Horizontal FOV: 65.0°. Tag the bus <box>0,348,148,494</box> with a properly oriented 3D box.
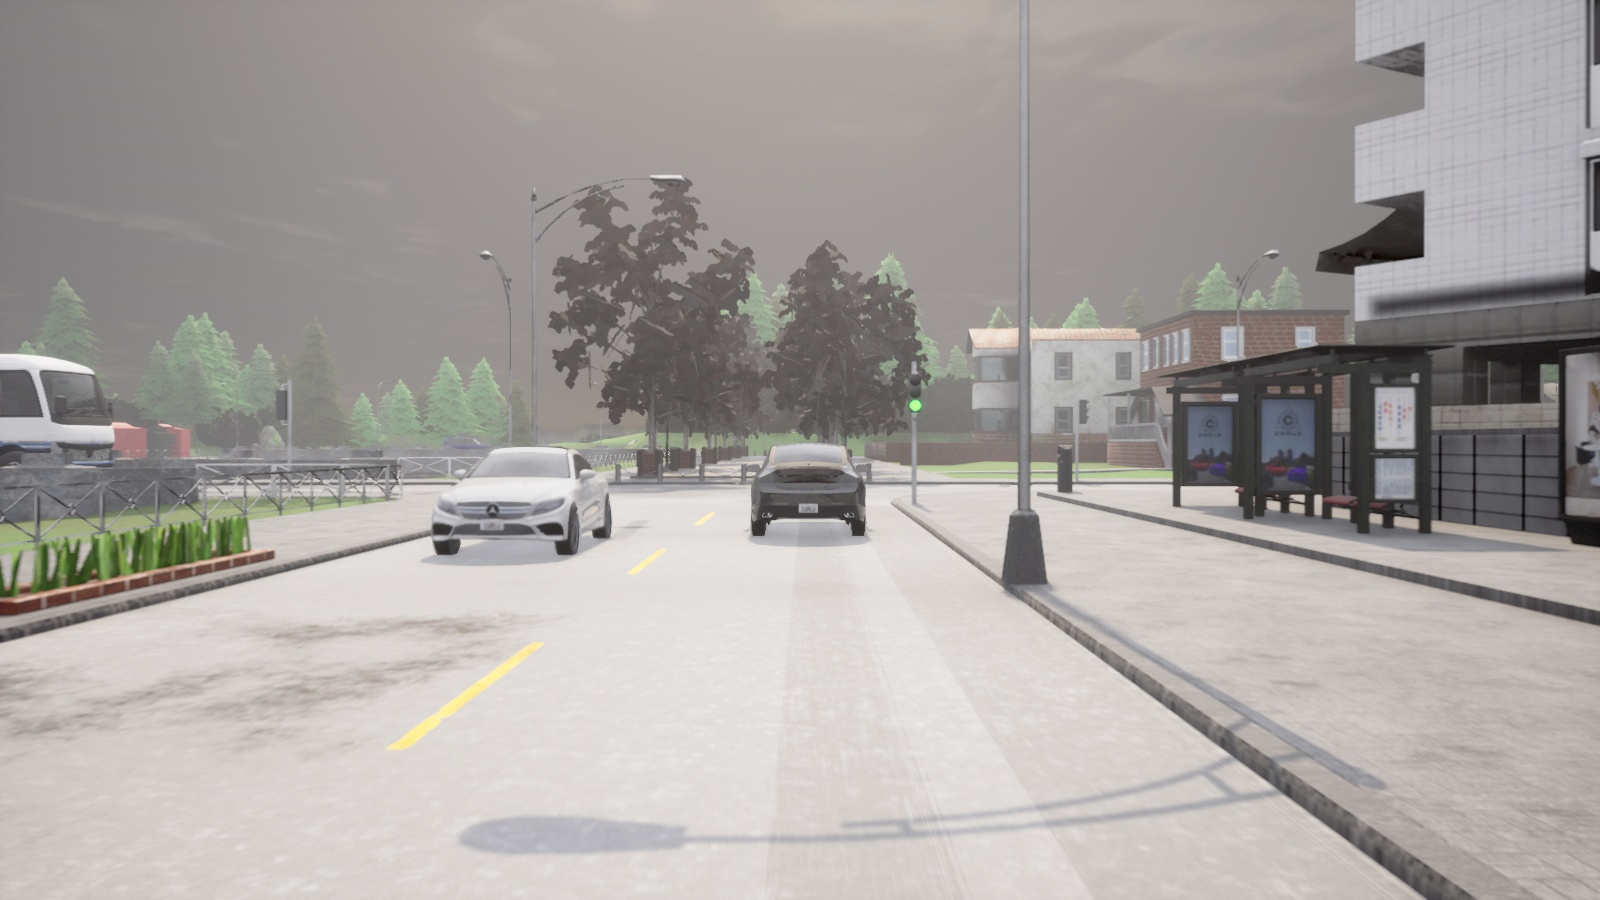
[{"bbox_3d":[-26.273,-0.870,38.762,10.273,4.253,3.944,0,0,2],"label":"bus"}]

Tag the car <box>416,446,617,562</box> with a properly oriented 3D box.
[{"bbox_3d":[-3.883,0.667,18.029,1.812,1.442,4.674,0,0,0],"label":"car"}]

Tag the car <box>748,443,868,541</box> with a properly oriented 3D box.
[{"bbox_3d":[0.140,0.630,21.632,1.837,1.490,4.892,0,0,0],"label":"car"}]
